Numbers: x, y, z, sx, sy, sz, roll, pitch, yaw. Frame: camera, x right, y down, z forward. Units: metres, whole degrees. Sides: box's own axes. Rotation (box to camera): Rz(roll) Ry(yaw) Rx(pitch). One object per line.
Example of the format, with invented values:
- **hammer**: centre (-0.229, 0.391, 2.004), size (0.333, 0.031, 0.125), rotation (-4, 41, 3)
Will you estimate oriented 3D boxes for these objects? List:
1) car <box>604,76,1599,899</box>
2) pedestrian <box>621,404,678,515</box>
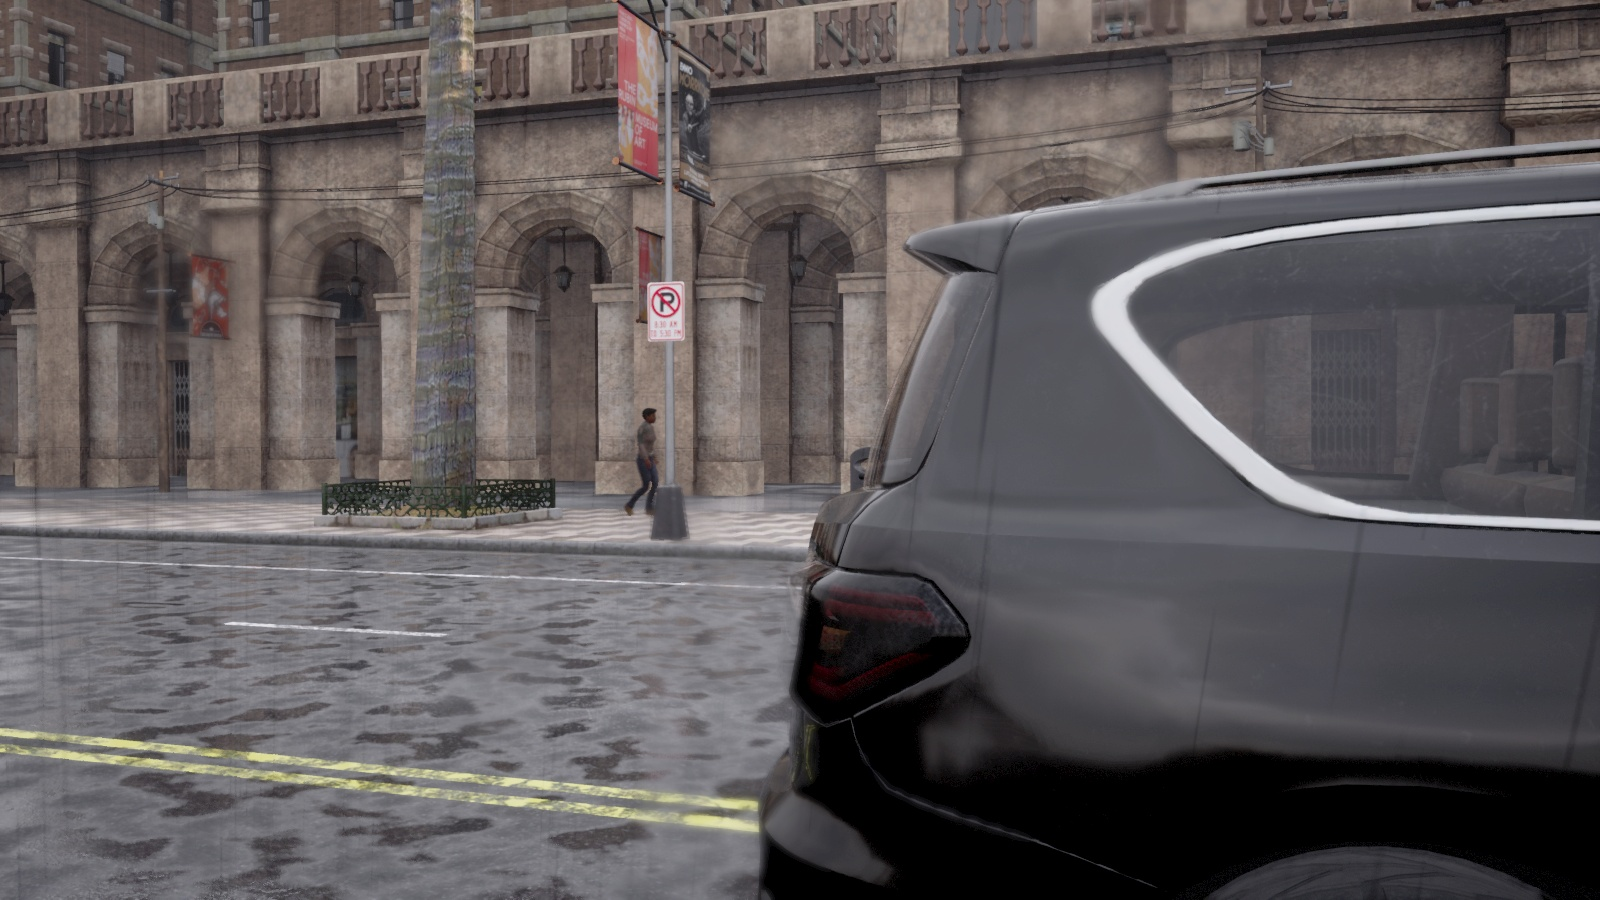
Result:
- **car**: centre (2.642, 0.519, 2.301), size (5.566, 2.045, 2.150), rotation (1, 1, 19)
- **pedestrian**: centre (-2.477, 0.143, 20.668), size (0.869, 1.805, 0.328), rotation (1, 1, 18)
